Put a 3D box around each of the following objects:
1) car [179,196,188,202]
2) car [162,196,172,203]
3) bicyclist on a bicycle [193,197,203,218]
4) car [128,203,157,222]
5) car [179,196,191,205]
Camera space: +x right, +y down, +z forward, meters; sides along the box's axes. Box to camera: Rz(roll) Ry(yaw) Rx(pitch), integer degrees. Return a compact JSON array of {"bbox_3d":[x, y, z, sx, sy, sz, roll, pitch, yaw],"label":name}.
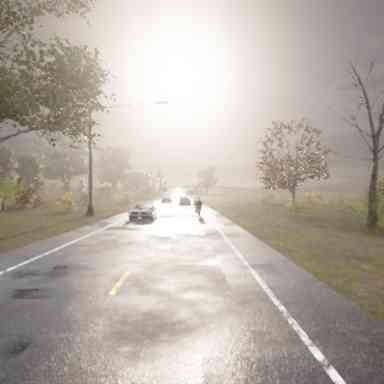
[{"bbox_3d":[-1.899,1.530,75.287,2.033,1.411,5.357,0,0,-2],"label":"car"},{"bbox_3d":[-5.144,1.538,68.509,1.994,1.385,4.181,0,0,-2],"label":"car"},{"bbox_3d":[0.633,1.370,28.786,0.659,1.776,1.843,0,0,-1],"label":"bicyclist on a bicycle"},{"bbox_3d":[-3.884,1.602,26.708,1.895,1.301,4.718,0,0,-1],"label":"car"},{"bbox_3d":[-1.210,1.560,58.430,1.994,1.385,4.181,0,0,-2],"label":"car"}]
